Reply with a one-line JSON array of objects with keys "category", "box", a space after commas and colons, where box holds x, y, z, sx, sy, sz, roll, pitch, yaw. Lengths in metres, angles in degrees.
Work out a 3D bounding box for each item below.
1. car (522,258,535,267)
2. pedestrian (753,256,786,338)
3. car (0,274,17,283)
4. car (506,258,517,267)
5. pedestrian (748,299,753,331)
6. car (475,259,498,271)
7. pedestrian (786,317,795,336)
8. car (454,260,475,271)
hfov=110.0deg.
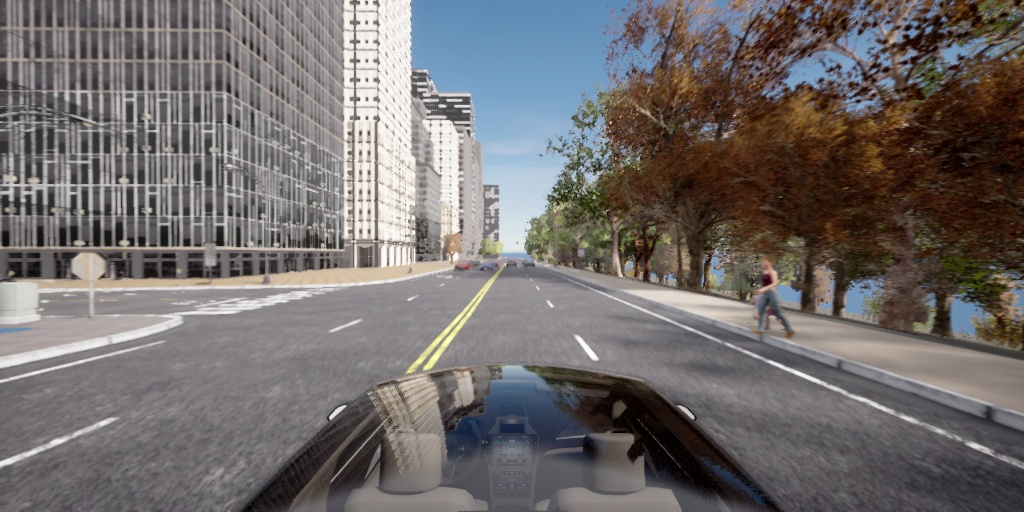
[{"category": "car", "box": [3.180, 1.314, 64.375, 2.033, 1.411, 5.357, 0, 0, 0]}, {"category": "pedestrian", "box": [5.816, 0.890, 8.113, 0.375, 1.860, 0.375, 0, 0, 0]}, {"category": "car", "box": [-34.202, 1.760, 22.658, 4.403, 1.370, 2.007, 0, 0, -1]}, {"category": "car", "box": [-0.069, 1.261, 64.384, 2.128, 1.511, 4.902, 0, 0, 0]}, {"category": "pedestrian", "box": [6.443, 1.273, 9.317, 0.500, 1.100, 0.500, 0, 0, 0]}, {"category": "car", "box": [-3.358, 1.306, 48.829, 2.033, 1.411, 5.357, 0, 0, 1]}, {"category": "pedestrian", "box": [6.377, 1.273, 8.717, 0.500, 1.100, 0.500, 0, 0, 0]}, {"category": "car", "box": [-6.613, 1.236, 48.794, 1.882, 1.535, 5.008, 0, 0, 0]}]
